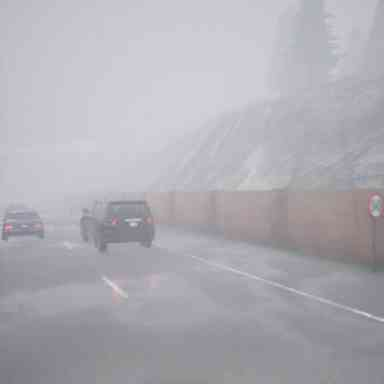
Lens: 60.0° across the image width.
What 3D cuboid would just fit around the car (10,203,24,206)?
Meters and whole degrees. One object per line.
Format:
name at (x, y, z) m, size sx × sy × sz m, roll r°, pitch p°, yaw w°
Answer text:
car at (-17.218, 1.812, 32.856) m, size 1.994 × 1.385 × 4.181 m, roll 0°, pitch 0°, yaw -29°

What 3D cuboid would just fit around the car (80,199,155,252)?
car at (-3.465, 1.311, 14.824) m, size 2.150 × 2.045 × 5.566 m, roll 0°, pitch 0°, yaw -28°

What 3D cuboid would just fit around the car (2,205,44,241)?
car at (-9.052, 1.681, 17.837) m, size 2.033 × 1.411 × 5.357 m, roll 0°, pitch 0°, yaw -28°
